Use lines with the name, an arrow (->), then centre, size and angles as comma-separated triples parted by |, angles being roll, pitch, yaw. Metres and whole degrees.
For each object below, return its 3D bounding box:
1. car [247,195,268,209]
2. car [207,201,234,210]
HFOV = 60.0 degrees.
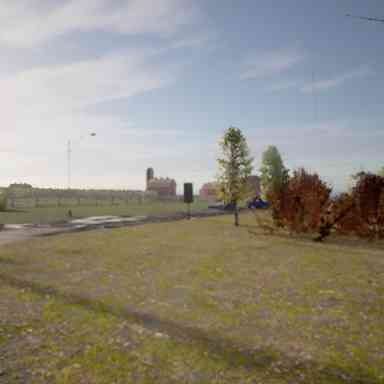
car -> 10.159, 1.510, 50.950 | 2.150, 2.045, 5.566 | -1, -2, 32
car -> 4.216, 1.843, 48.088 | 2.033, 1.411, 5.357 | -1, -1, 31
